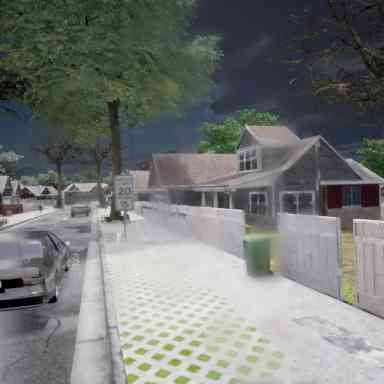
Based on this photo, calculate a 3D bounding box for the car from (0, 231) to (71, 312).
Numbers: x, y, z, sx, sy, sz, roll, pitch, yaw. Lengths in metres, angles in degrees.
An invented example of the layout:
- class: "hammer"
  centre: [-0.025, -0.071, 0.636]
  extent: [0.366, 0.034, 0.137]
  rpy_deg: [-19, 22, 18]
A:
- class: "car"
  centre: [-4.104, 1.671, 8.101]
  extent: [2.033, 1.411, 5.357]
  rpy_deg: [-2, 0, -16]

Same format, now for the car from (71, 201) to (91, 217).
- class: "car"
  centre: [-12.731, 2.027, 38.001]
  extent: [2.128, 1.511, 4.902]
  rpy_deg: [-2, -1, -16]

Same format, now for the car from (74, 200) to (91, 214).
- class: "car"
  centre: [-15.544, 2.076, 47.497]
  extent: [2.097, 1.767, 4.553]
  rpy_deg: [-2, -1, -16]
